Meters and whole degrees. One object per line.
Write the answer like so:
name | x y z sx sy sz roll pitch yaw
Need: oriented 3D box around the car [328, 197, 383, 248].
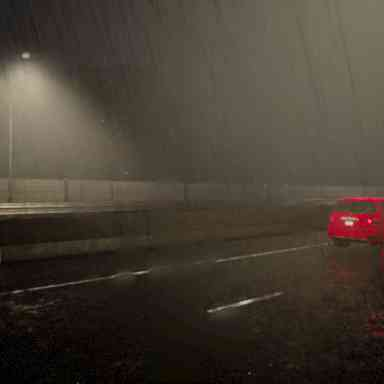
car | 7.934 1.249 13.715 5.566 2.045 2.150 0 0 -35

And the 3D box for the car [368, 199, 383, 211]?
car | 25.512 1.660 43.632 5.357 1.411 2.033 0 0 -35

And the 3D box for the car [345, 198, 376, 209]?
car | 23.688 1.620 46.627 4.892 1.490 1.837 1 -1 -35

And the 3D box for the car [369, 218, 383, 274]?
car | 6.936 1.499 8.734 5.008 1.535 1.882 0 0 -35
